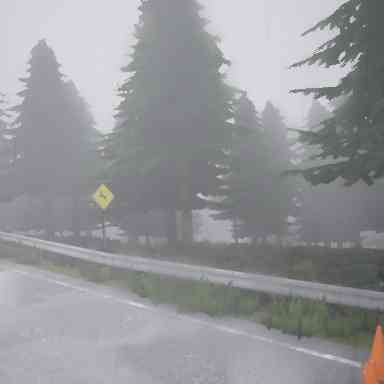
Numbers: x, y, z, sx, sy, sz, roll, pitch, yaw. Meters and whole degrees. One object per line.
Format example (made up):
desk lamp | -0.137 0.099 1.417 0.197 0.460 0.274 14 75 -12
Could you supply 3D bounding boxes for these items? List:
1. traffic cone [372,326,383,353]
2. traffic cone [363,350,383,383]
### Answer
traffic cone | 2.323 1.956 4.118 0.340 0.580 0.340 0 0 34
traffic cone | 1.778 1.956 3.283 0.340 0.580 0.340 0 0 34
